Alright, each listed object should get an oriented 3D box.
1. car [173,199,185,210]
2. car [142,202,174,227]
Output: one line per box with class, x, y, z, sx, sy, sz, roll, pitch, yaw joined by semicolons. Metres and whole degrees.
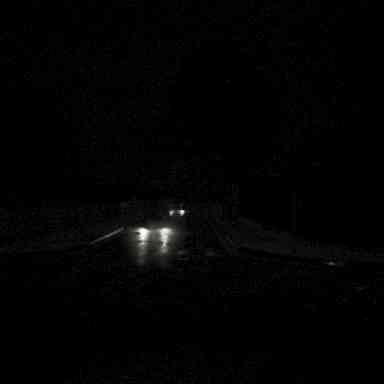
car;-2.259;1.988;53.029;2.097;1.767;4.553;0;-1;3
car;-2.720;1.808;26.168;1.882;1.535;5.008;0;0;0
